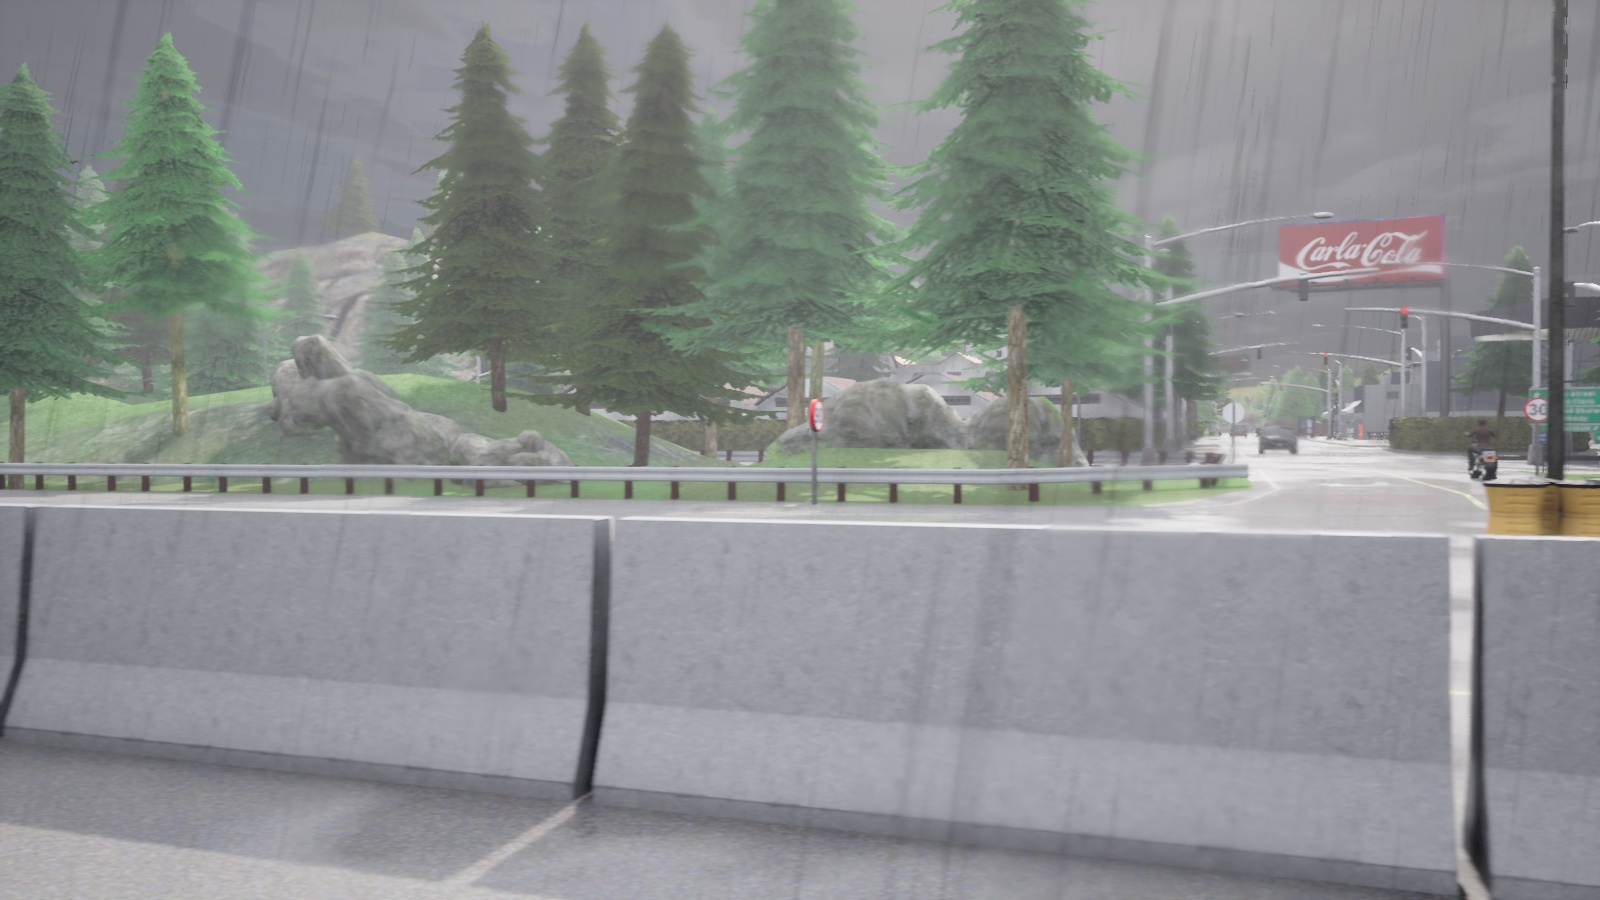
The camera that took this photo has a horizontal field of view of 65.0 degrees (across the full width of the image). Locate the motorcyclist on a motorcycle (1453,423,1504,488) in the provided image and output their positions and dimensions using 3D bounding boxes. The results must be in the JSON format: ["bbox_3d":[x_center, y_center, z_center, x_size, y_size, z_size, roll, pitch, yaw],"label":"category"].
[{"bbox_3d":[17.797,0.120,32.967,0.766,1.649,2.350,1,1,18],"label":"motorcyclist on a motorcycle"}]

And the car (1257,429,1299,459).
[{"bbox_3d":[25.111,-0.315,66.136,1.837,1.490,4.892,2,1,19],"label":"car"}]
